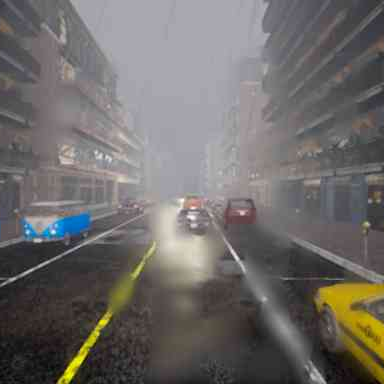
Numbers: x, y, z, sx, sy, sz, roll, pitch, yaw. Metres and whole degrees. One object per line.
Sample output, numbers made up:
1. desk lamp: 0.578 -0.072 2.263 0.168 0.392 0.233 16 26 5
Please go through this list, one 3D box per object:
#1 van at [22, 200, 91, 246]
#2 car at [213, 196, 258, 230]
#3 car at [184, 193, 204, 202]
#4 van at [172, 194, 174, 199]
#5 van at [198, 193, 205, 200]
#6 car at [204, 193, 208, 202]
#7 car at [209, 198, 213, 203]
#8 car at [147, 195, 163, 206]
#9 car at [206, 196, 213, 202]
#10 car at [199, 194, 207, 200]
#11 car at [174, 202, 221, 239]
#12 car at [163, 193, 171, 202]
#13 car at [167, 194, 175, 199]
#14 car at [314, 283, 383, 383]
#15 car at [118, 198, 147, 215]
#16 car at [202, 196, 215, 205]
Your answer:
1. van: -5.707 1.267 14.397 1.690 1.788 3.998 0 0 0
2. car: 2.668 1.214 20.042 2.192 1.841 5.009 0 0 0
3. car: 0.064 1.165 41.140 2.097 1.767 4.553 0 0 0
4. van: -5.767 1.060 76.678 1.690 1.788 3.998 0 0 0
5. van: 2.603 1.041 87.982 1.690 1.788 3.998 0 0 0
6. car: 2.642 1.228 48.352 1.967 1.590 4.097 0 0 0
7. car: 2.664 1.426 25.705 2.008 1.369 4.403 0 0 0
8. car: -5.738 1.315 48.199 1.752 1.417 4.829 0 0 0
9. car: 2.659 1.402 31.367 2.008 1.369 4.403 0 0 0
10. car: 2.610 1.253 82.321 1.887 1.381 4.507 0 0 0
11. car: 0.082 1.462 16.645 2.033 1.411 5.357 0 0 0
12. car: -5.754 1.324 65.354 1.802 1.307 4.206 0 0 0
13. car: -5.781 1.261 93.662 1.947 1.339 4.313 0 0 0
14. car: 2.685 1.506 3.229 1.752 1.417 4.829 0 0 0
15. car: -5.722 1.293 31.382 1.967 1.590 4.097 0 0 0
16. car: 2.637 1.336 54.011 1.947 1.339 4.313 0 0 0
